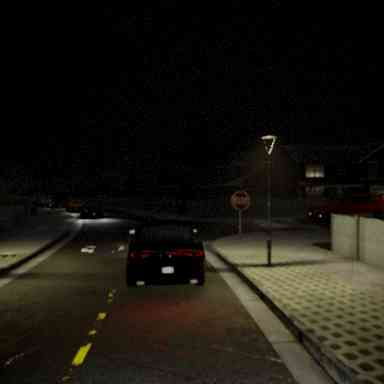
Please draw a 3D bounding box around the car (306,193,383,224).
[{"bbox_3d":[10.977,1.144,23.624,5.566,2.045,2.150,-1,0,-8],"label":"car"}]

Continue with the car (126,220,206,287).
[{"bbox_3d":[-0.801,1.537,9.594,1.882,1.535,5.008,0,0,-7],"label":"car"}]

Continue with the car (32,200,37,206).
[{"bbox_3d":[-29.969,2.003,66.171,5.357,1.411,2.033,-1,0,43],"label":"car"}]

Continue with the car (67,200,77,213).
[{"bbox_3d":[-14.301,1.734,41.507,1.882,1.535,5.008,0,0,-30],"label":"car"}]

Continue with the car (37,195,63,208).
[{"bbox_3d":[-22.916,1.579,54.233,2.150,2.045,5.566,0,0,-39],"label":"car"}]

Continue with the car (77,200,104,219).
[{"bbox_3d":[-9.677,1.719,31.950,1.812,1.442,4.674,0,0,-23],"label":"car"}]
